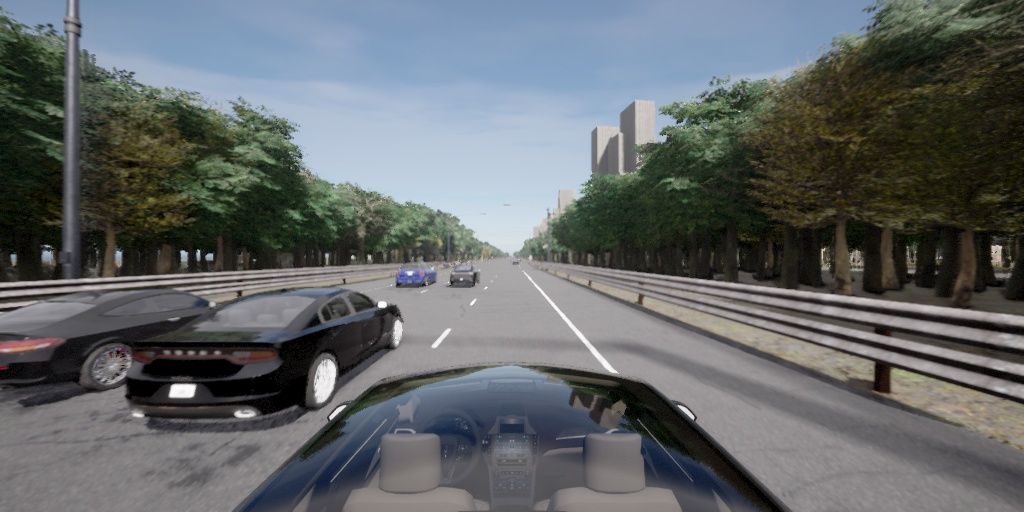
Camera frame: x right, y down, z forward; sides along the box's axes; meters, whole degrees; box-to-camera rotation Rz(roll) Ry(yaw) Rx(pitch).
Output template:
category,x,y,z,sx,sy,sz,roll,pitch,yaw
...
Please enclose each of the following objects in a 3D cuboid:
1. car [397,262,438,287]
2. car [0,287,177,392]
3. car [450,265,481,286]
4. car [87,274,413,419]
category,x,y,z,sx,sy,sz,roll,pitch,yaw
car,-6.903,1.250,26.392,2.097,1.767,4.553,0,0,0
car,-6.921,1.304,6.709,1.812,1.442,4.674,0,0,0
car,-3.401,1.391,26.619,2.128,1.511,4.902,0,0,0
car,-3.422,1.253,6.211,1.882,1.535,5.008,0,0,0
